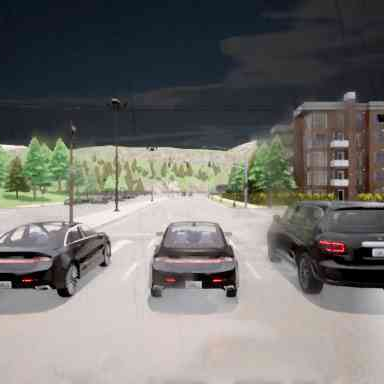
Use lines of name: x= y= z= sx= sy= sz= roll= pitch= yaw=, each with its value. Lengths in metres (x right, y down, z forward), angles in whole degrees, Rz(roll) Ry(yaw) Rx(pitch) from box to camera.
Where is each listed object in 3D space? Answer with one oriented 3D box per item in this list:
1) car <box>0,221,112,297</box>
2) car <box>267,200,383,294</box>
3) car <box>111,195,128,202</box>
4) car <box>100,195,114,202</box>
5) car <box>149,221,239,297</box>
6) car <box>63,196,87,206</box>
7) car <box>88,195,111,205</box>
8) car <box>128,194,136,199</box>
car: x=-3.448 y=1.491 z=8.538 sx=2.128 sy=1.511 sz=4.902 roll=0 pitch=0 yaw=0
car: x=3.554 y=1.221 z=8.876 sx=2.150 sy=2.045 sz=5.566 roll=0 pitch=0 yaw=1
car: x=-16.331 y=1.521 z=74.381 sx=1.812 sy=1.442 sz=4.674 roll=0 pitch=0 yaw=0
car: x=-19.831 y=1.522 z=77.668 sx=2.128 sy=1.511 sz=4.902 roll=0 pitch=0 yaw=0
car: x=0.052 y=1.491 z=8.536 sx=2.128 sy=1.511 sz=4.902 roll=0 pitch=0 yaw=0
car: x=-19.767 y=1.486 z=55.261 sx=2.128 sy=1.511 sz=4.902 roll=0 pitch=0 yaw=0
car: x=-16.328 y=1.562 z=58.720 sx=1.994 sy=1.385 sz=4.181 roll=0 pitch=0 yaw=-1
car: x=-16.332 y=1.304 z=90.683 sx=1.882 sy=1.535 sz=5.008 roll=0 pitch=0 yaw=0
